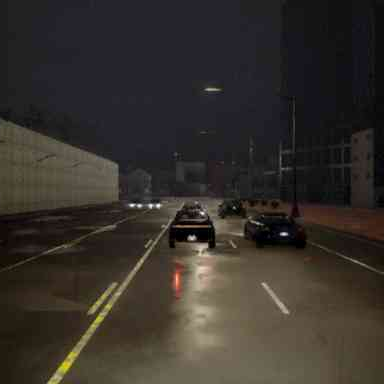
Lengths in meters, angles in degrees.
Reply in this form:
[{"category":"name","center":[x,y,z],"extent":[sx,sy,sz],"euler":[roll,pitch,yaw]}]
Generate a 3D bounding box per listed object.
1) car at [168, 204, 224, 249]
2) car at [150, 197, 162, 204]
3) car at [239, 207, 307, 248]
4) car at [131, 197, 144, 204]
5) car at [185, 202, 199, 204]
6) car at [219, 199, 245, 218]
[{"category":"car","center":[0.000,1.494,14.650],"extent":[2.128,1.511,4.902],"euler":[0,0,0]},{"category":"car","center":[-7.000,1.654,64.550],"extent":[1.895,1.301,4.718],"euler":[0,0,0]},{"category":"car","center":[3.500,1.571,14.650],"extent":[1.994,1.385,4.181],"euler":[0,0,0]},{"category":"car","center":[-10.500,1.654,64.550],"extent":[1.895,1.301,4.718],"euler":[0,0,0]},{"category":"car","center":[0.000,1.571,29.650],"extent":[1.994,1.385,4.181],"euler":[0,0,0]},{"category":"car","center":[3.500,1.365,29.620],"extent":[2.097,1.767,4.553],"euler":[0,0,0]}]
